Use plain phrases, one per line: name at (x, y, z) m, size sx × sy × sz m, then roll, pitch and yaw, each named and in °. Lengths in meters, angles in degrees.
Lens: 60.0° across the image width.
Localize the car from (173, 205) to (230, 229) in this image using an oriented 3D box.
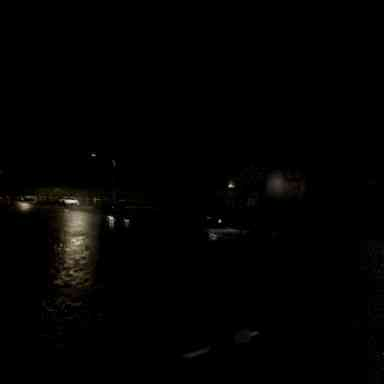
car at (0.511, 1.545, 21.387) m, size 1.994 × 1.385 × 4.181 m, roll 2°, pitch -1°, yaw -36°

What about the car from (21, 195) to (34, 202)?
car at (-41.196, 1.737, 84.111) m, size 1.895 × 1.301 × 4.718 m, roll 2°, pitch -2°, yaw -36°

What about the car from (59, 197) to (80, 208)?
car at (-16.885, 1.414, 45.629) m, size 1.812 × 1.442 × 4.674 m, roll 2°, pitch -2°, yaw -35°

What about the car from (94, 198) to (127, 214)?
car at (-8.233, 1.383, 33.533) m, size 1.882 × 1.535 × 5.008 m, roll 2°, pitch -1°, yaw -36°
